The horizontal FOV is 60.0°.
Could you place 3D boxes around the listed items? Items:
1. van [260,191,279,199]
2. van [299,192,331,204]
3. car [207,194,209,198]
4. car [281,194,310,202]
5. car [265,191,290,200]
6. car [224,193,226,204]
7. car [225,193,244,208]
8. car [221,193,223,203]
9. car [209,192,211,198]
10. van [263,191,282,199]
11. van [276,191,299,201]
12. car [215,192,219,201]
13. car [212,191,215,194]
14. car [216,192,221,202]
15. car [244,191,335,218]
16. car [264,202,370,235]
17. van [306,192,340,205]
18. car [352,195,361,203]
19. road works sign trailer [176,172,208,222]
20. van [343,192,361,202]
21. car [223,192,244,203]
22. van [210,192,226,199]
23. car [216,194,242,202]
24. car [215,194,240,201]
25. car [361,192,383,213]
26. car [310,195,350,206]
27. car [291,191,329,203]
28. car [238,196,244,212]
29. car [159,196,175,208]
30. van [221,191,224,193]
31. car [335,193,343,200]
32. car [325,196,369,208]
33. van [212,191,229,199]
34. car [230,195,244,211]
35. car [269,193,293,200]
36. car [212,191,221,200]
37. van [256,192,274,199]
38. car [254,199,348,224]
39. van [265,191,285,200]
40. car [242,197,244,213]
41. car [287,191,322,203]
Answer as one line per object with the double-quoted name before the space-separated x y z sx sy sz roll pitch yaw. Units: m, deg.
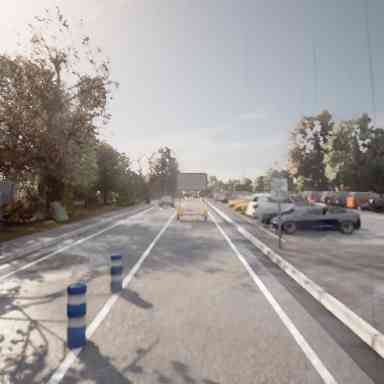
"van" 20.364 0.841 87.757 4.442 1.987 1.878 0 0 0
"van" 20.077 0.935 54.382 4.442 1.987 1.878 0 0 1
"car" 7.430 0.822 87.885 5.566 2.045 2.435 0 0 0
"car" 20.283 1.129 65.463 5.008 1.535 2.097 0 0 1
"car" 20.381 0.839 79.437 5.566 2.045 2.435 0 0 0
"car" 7.013 1.208 43.468 4.892 1.521 2.231 0 1 0
"car" 6.787 1.249 38.050 5.366 1.575 1.946 0 1 0
"car" 7.097 1.212 49.020 4.792 1.488 2.163 0 0 1
"car" 7.324 1.097 79.558 5.008 1.535 2.097 0 0 0
"van" 20.572 0.849 84.852 4.442 1.987 1.878 0 0 1
"van" 20.454 0.888 71.126 4.442 1.987 1.878 0 0 0
"car" 7.134 1.181 60.126 4.792 1.488 2.163 0 0 0
"car" 7.251 0.987 74.006 4.553 1.767 2.185 0 0 0
"car" 7.110 1.189 57.349 4.792 1.488 2.163 0 0 0
"car" 6.881 1.159 24.045 5.566 2.045 2.435 0 1 0
"car" 6.776 1.504 18.497 4.792 1.488 2.163 0 1 0
"van" 20.286 0.943 51.610 4.442 1.987 1.878 0 0 1
"car" 19.999 1.306 35.001 4.792 1.488 2.163 0 1 0
"road works sign trailer" -0.009 0.302 24.963 2.380 3.560 2.880 0 0 -1
"van" 20.168 1.020 37.891 4.442 1.987 1.878 0 1 0
"car" 7.075 1.068 46.247 4.553 1.767 2.185 0 0 0
"van" 7.332 0.906 93.422 4.442 1.987 1.878 0 -1 0
"car" 7.217 1.137 65.677 4.892 1.521 2.231 0 0 0
"car" 7.228 1.129 68.453 4.892 1.521 2.231 0 0 0
"car" 20.032 1.057 32.228 5.566 2.045 2.435 0 1 0
"car" 20.151 1.176 48.842 5.008 1.535 2.097 0 0 1
"car" 20.189 0.902 57.151 5.566 2.045 2.435 0 0 0
"car" 6.907 1.348 29.600 4.892 1.521 2.231 0 1 0
"car" -3.275 1.256 43.463 1.812 1.442 4.674 0 0 0
"van" 7.208 0.949 51.795 4.442 1.987 1.878 0 0 0
"car" 20.105 1.249 40.665 4.792 1.488 2.163 0 1 1
"car" 20.127 1.230 43.304 4.792 1.488 2.163 0 0 1
"van" 7.261 0.856 85.110 4.442 1.987 1.878 0 0 0
"car" 6.739 1.312 32.377 5.366 1.575 1.946 0 1 0
"car" 20.379 1.098 76.543 5.008 1.535 2.097 0 0 1
"car" 7.001 1.141 62.903 5.366 1.575 1.946 0 0 0
"van" 20.410 0.897 93.148 4.442 1.987 1.878 0 -1 1
"car" 6.834 1.442 21.272 5.008 1.535 2.097 0 1 0
"van" 20.549 0.857 82.207 4.442 1.987 1.878 0 0 0
"car" 7.062 1.376 26.822 5.366 1.575 1.946 0 1 0
"car" 20.213 0.894 59.921 5.566 2.045 2.435 0 0 0
